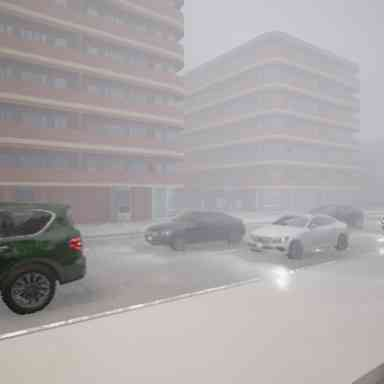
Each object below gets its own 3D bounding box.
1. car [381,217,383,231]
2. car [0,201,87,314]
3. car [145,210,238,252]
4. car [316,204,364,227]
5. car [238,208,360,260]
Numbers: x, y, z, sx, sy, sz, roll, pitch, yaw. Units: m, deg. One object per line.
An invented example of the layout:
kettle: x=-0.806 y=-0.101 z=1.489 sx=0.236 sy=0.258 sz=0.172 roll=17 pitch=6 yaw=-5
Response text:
car: x=12.488 y=1.504 z=18.687 sx=4.892 sy=1.490 sz=1.837 roll=0 pitch=0 yaw=-36
car: x=-4.801 y=1.222 z=6.040 sx=5.566 sy=2.045 sz=2.150 roll=0 pitch=0 yaw=-36
car: x=0.277 y=1.525 z=14.103 sx=4.674 sy=1.442 sz=1.812 roll=0 pitch=0 yaw=-36
car: x=8.361 y=1.476 z=20.010 sx=5.008 sy=1.535 sz=1.882 roll=0 pitch=0 yaw=-36
car: x=4.155 y=1.524 z=12.593 sx=4.674 sy=1.442 sz=1.812 roll=0 pitch=0 yaw=-36
